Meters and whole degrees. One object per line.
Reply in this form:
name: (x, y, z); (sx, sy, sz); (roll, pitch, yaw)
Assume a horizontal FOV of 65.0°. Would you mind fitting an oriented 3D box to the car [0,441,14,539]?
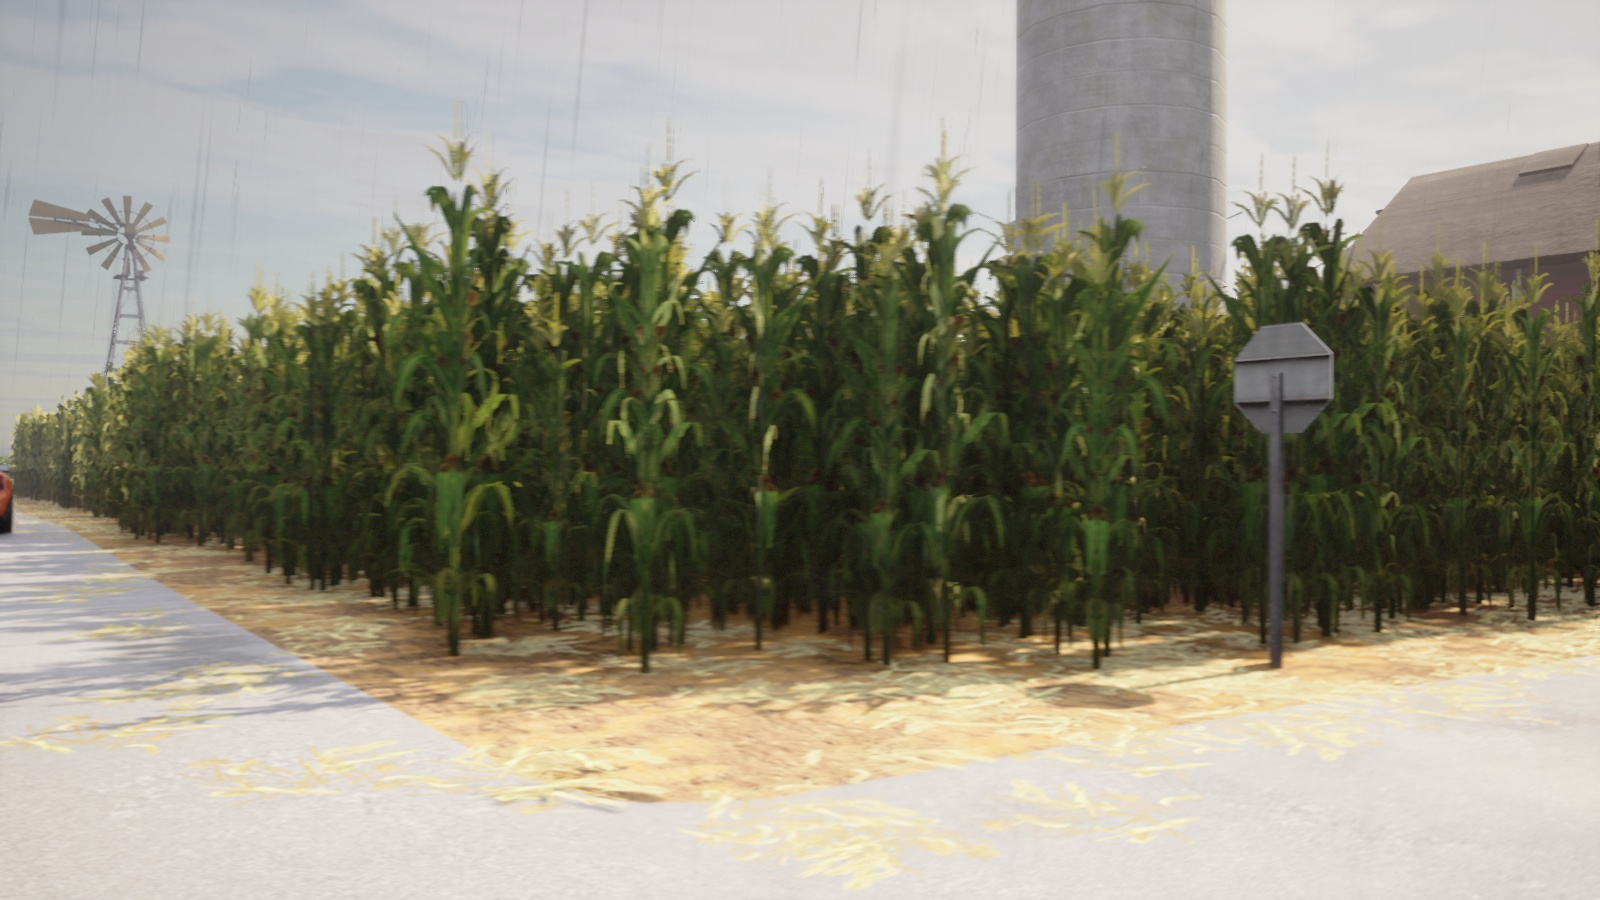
car: (-16.392, 0.735, 23.997); (2.097, 1.767, 4.553); (1, -1, -35)
